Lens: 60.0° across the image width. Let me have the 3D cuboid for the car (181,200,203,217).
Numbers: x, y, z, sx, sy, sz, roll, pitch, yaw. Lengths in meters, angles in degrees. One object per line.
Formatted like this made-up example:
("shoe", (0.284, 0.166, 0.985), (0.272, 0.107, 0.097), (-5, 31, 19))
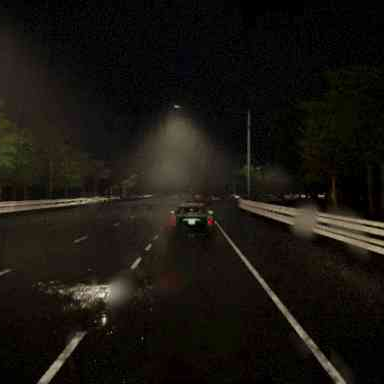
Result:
("car", (0.052, 1.549, 31.813), (1.994, 1.385, 4.181), (0, 0, 2))

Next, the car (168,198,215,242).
("car", (-0.016, 1.343, 16.474), (2.097, 1.767, 4.553), (0, 0, 0))
